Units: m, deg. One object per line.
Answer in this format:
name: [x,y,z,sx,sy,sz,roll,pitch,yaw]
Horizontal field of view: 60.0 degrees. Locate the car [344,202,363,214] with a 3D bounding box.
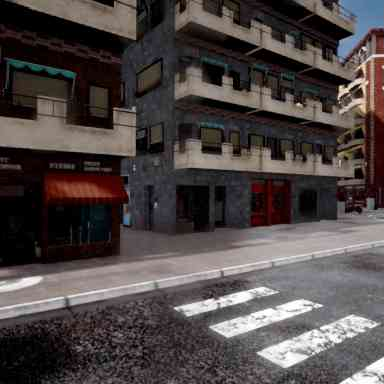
car: [17.813,1.790,38.249,1.895,1.301,4.718,0,0,5]
